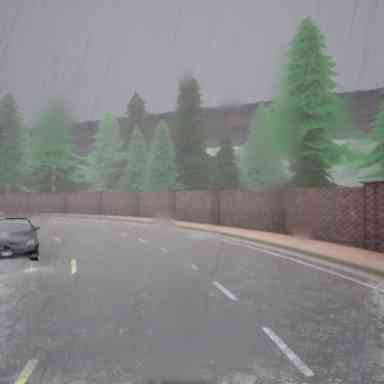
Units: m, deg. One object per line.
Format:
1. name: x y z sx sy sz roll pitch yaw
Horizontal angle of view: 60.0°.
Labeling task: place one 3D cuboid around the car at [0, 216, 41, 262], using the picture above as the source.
1. car: -6.716 1.660 12.347 1.812 1.442 4.674 0 -1 -26
